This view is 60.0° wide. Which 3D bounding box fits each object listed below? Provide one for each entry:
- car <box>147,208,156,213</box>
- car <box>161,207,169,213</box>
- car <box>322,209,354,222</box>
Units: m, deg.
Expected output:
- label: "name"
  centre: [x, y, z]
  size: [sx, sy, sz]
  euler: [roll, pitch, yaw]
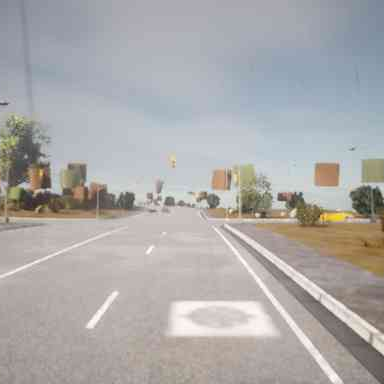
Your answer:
- label: "car"
  centre: [-10.521, 4.827, 87.227]
  size: [1.895, 1.301, 4.718]
  euler: [0, -1, 0]
- label: "car"
  centre: [-7.021, 4.773, 87.271]
  size: [2.033, 1.411, 5.357]
  euler: [0, -1, 0]
- label: "car"
  centre: [14.443, 2.489, 35.077]
  size: [5.008, 1.535, 1.882]
  euler: [0, -3, -2]
